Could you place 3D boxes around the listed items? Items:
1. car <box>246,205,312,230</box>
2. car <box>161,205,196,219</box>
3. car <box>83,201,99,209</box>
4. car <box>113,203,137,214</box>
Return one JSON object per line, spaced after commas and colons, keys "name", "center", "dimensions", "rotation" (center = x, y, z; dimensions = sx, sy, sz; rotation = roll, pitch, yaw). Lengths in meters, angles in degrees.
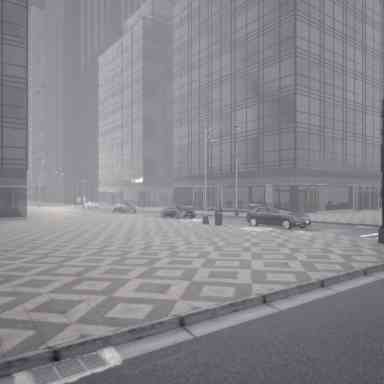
{"name": "car", "center": [5.901, 1.719, 23.067], "dimensions": [1.837, 1.490, 4.892], "rotation": [0, -1, -36]}
{"name": "car", "center": [-1.388, 1.968, 33.119], "dimensions": [1.994, 1.385, 4.181], "rotation": [0, -1, -36]}
{"name": "car", "center": [-19.178, 2.476, 63.097], "dimensions": [1.812, 1.442, 4.674], "rotation": [0, -1, -36]}
{"name": "car", "center": [-8.864, 2.128, 43.475], "dimensions": [1.812, 1.442, 4.674], "rotation": [0, -1, -36]}
